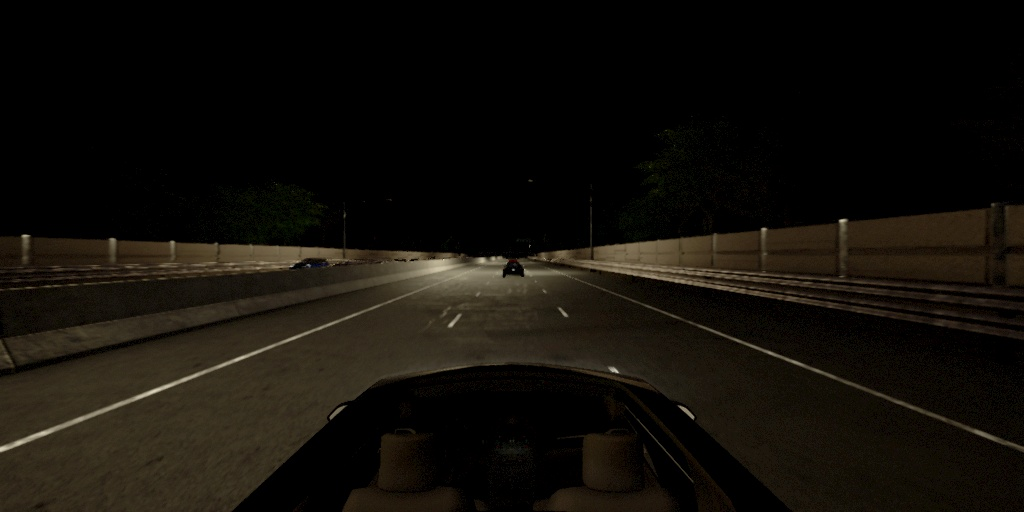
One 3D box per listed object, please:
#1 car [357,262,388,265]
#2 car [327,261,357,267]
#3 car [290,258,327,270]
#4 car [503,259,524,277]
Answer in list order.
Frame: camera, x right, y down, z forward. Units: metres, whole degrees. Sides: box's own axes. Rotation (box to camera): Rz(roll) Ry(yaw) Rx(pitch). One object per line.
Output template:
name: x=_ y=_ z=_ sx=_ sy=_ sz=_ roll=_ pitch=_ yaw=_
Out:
car: x=-13.991 y=1.242 z=37.592 sx=1.895 sy=1.301 sz=4.718 roll=0 pitch=0 yaw=1
car: x=-17.483 y=1.203 z=38.395 sx=1.994 sy=1.385 sz=4.181 roll=0 pitch=0 yaw=1
car: x=-20.995 y=0.992 z=37.482 sx=2.097 sy=1.767 sz=4.553 roll=0 pitch=0 yaw=0
car: x=0.141 y=1.218 z=34.033 sx=1.994 sy=1.385 sz=4.181 roll=0 pitch=0 yaw=1
